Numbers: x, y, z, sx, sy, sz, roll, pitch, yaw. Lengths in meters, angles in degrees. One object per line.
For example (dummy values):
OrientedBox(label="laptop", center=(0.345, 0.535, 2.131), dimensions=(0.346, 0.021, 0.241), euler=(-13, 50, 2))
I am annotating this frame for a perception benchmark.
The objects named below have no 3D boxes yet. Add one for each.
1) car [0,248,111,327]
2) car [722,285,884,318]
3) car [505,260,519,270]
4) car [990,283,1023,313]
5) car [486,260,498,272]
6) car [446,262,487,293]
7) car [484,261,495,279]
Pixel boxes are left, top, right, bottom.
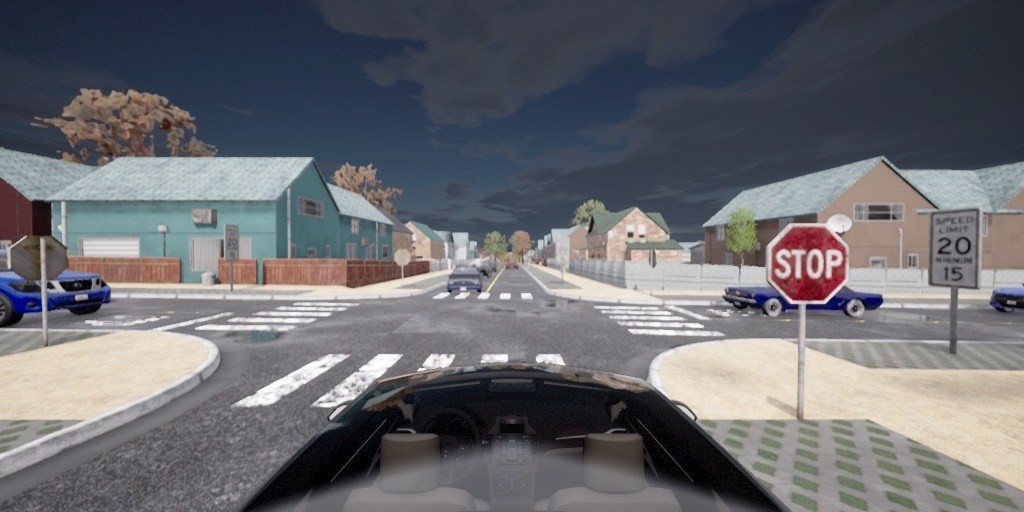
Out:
OrientedBox(label="car", center=(-15.119, 0.800, 10.280), dimensions=(5.566, 2.045, 2.150), euler=(1, 1, 0))
OrientedBox(label="car", center=(10.487, 1.469, 13.221), dimensions=(4.718, 1.301, 1.895), euler=(1, 1, -1))
OrientedBox(label="car", center=(-0.009, 1.349, 55.155), dimensions=(1.812, 1.442, 4.674), euler=(0, 0, 0))
OrientedBox(label="car", center=(20.990, 1.491, 13.262), dimensions=(5.008, 1.535, 1.882), euler=(1, 1, 0))
OrientedBox(label="car", center=(-2.845, 1.278, 45.114), dimensions=(1.837, 1.490, 4.892), euler=(0, 0, 0))
OrientedBox(label="car", center=(-2.638, 1.275, 20.772), dimensions=(2.033, 1.411, 5.357), euler=(0, 0, -4))
OrientedBox(label="car", center=(-2.854, 1.337, 32.531), dimensions=(1.895, 1.301, 4.718), euler=(0, 0, 0))
